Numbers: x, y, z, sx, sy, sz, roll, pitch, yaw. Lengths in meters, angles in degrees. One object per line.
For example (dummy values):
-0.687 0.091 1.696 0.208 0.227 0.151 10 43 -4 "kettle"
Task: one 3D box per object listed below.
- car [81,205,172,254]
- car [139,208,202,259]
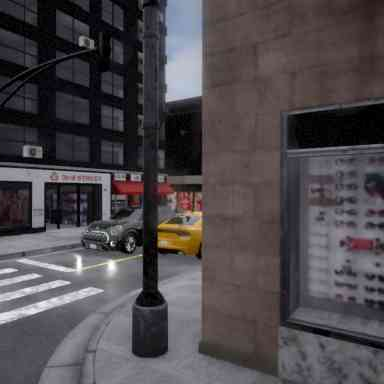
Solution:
-2.319 1.366 13.813 2.097 1.767 4.553 0 0 33 "car"
0.465 1.501 12.860 1.882 1.535 5.008 0 0 33 "car"
